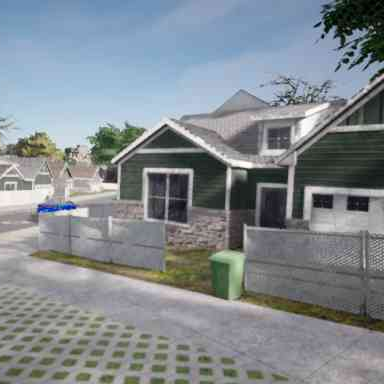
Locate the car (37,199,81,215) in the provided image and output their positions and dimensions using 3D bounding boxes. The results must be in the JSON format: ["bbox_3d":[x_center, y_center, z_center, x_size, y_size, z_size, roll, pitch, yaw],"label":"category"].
[{"bbox_3d":[-10.839,1.251,27.529,1.882,1.535,5.008,3,1,3],"label":"car"}]
